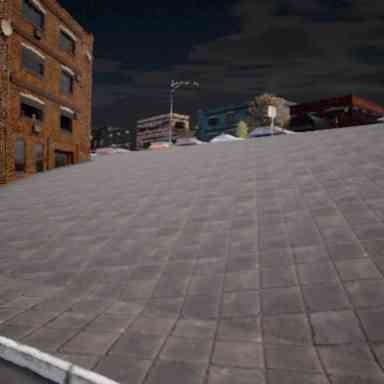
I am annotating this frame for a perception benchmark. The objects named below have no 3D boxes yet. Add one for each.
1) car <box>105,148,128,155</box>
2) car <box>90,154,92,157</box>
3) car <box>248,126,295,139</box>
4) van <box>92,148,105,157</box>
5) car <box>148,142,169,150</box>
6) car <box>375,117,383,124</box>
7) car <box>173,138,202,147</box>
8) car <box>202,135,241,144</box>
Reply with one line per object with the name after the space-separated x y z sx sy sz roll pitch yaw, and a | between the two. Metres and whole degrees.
-10.681 -5.765 50.354 2.231 1.521 4.892 0 2 -40 | car
-17.774 -6.072 58.809 2.002 1.452 4.674 0 1 -40 | car
7.120 -4.949 29.137 2.185 1.767 4.553 0 2 -40 | car
-14.143 -6.164 54.482 1.878 1.987 4.442 0 2 -40 | van
-3.601 -5.527 41.916 2.185 1.767 4.553 0 2 -40 | car
14.145 -4.438 20.763 2.231 1.521 4.892 0 2 -40 | car
-0.055 -5.338 37.689 2.185 1.767 4.553 0 2 -40 | car
3.587 -4.975 33.347 2.002 1.452 4.674 0 2 -40 | car
